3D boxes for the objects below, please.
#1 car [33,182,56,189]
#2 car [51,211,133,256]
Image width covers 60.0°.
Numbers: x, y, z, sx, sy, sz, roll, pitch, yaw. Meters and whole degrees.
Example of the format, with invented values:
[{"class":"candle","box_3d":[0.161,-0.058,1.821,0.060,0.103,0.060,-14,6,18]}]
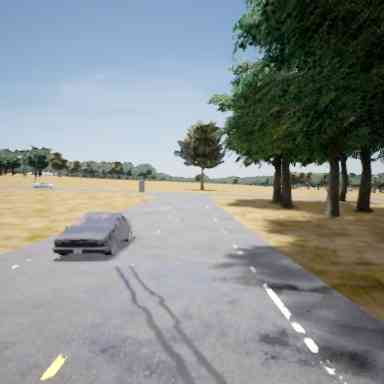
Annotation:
[{"class":"car","box_3d":[-32.560,-1.395,73.501,4.674,1.442,1.812,2,2,1]},{"class":"car","box_3d":[-3.610,1.487,13.158,2.033,1.411,5.357,0,1,0]}]
